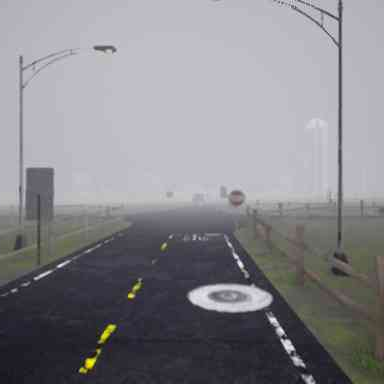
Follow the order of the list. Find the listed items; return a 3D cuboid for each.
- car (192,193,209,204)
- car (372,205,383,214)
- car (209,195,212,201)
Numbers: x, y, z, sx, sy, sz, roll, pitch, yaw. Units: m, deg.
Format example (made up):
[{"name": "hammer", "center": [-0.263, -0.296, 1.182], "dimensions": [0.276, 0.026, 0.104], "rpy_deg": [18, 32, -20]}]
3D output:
[{"name": "car", "center": [1.409, 1.170, 63.455], "dimensions": [2.150, 2.045, 5.566], "rpy_deg": [0, 0, 8]}, {"name": "car", "center": [16.193, 1.243, 24.713], "dimensions": [4.718, 1.301, 1.895], "rpy_deg": [-1, -1, 14]}, {"name": "car", "center": [3.653, 1.388, 78.739], "dimensions": [2.128, 1.511, 4.902], "rpy_deg": [0, 0, 9]}]
